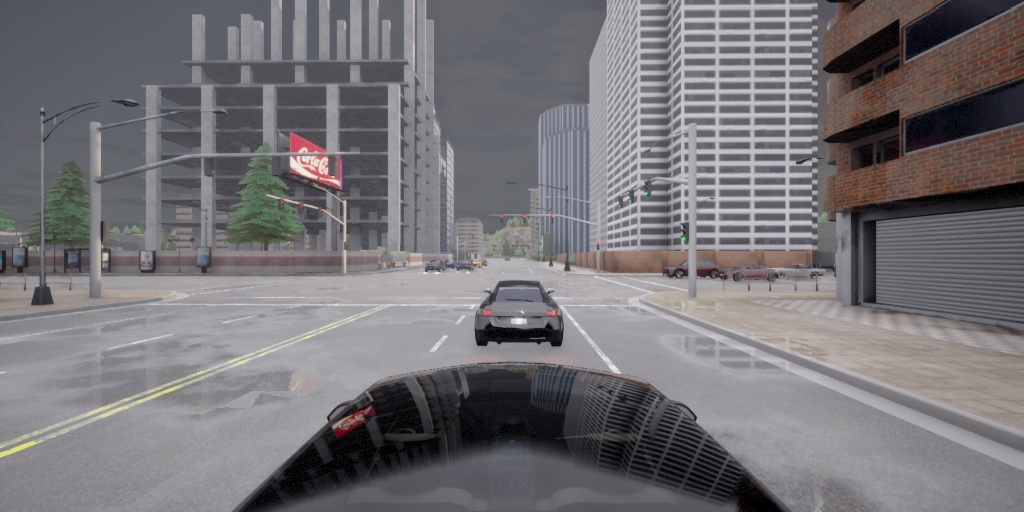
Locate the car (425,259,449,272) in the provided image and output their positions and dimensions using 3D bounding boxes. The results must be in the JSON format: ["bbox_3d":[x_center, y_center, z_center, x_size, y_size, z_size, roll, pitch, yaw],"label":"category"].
[{"bbox_3d":[-9.839,1.255,46.207,1.837,1.490,4.892,0,0,1],"label":"car"}]

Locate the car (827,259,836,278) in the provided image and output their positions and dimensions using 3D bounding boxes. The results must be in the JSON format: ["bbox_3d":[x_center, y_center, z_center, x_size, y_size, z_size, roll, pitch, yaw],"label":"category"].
[{"bbox_3d":[28.679,1.228,28.630,5.008,1.535,1.882,0,0,1],"label":"car"}]

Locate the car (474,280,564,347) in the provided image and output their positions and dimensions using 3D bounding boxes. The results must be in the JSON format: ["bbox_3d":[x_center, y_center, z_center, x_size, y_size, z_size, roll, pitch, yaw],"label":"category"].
[{"bbox_3d":[0.188,1.314,9.392,1.994,1.385,4.181,0,0,1],"label":"car"}]

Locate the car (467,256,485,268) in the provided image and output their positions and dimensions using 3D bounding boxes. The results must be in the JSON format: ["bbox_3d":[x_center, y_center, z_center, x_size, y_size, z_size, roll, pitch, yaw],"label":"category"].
[{"bbox_3d":[-6.091,1.228,59.399,1.882,1.535,5.008,0,0,1],"label":"car"}]

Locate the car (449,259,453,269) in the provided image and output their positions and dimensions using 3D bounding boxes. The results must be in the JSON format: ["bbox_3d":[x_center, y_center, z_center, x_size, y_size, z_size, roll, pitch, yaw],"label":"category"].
[{"bbox_3d":[-9.665,1.228,55.701,1.882,1.535,5.008,0,0,1],"label":"car"}]

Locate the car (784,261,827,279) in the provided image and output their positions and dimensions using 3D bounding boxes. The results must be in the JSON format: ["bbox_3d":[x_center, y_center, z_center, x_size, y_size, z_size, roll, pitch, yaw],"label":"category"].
[{"bbox_3d":[25.061,1.351,32.184,4.718,1.301,1.895,0,0,1],"label":"car"}]

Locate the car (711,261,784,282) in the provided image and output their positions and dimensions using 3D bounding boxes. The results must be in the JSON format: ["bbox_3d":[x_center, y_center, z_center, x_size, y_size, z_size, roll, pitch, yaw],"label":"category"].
[{"bbox_3d":[18.793,1.314,28.767,4.181,1.385,1.994,0,0,1],"label":"car"}]

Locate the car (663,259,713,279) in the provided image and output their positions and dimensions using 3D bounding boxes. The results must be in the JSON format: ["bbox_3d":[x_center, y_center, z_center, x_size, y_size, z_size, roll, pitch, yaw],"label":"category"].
[{"bbox_3d":[16.068,1.102,32.301,4.553,1.767,2.097,0,0,1],"label":"car"}]

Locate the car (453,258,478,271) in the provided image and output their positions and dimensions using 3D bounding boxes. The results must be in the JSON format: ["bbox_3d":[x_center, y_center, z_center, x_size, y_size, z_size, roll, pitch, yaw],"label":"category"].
[{"bbox_3d":[-6.290,1.297,49.090,2.033,1.411,5.357,0,0,1],"label":"car"}]
